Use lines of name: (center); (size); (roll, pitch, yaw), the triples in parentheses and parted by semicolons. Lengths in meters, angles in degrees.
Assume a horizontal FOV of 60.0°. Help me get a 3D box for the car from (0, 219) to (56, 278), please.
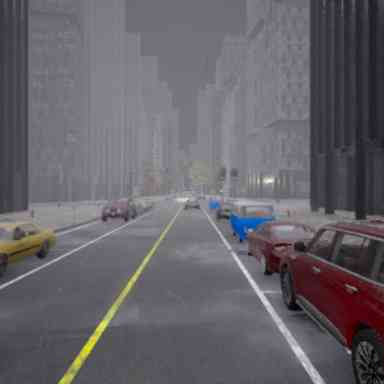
car: (-5.762, 1.525, 10.100); (1.752, 1.417, 4.829); (0, 0, 0)

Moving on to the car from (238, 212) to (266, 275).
car: (2.763, 1.544, 10.275); (1.887, 1.381, 4.507); (0, 0, 0)

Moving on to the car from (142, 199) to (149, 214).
car: (-5.760, 1.549, 32.323); (2.008, 1.369, 4.403); (0, 0, 0)

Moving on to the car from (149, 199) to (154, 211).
car: (-5.759, 1.524, 37.666); (1.752, 1.417, 4.829); (0, 0, 0)

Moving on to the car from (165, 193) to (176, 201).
car: (-5.948, 1.558, 85.532); (2.008, 1.369, 4.403); (0, 0, -1)

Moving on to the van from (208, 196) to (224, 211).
van: (2.765, 1.340, 37.837); (1.690, 1.788, 3.998); (0, 0, 0)

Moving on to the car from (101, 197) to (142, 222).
car: (-5.761, 1.313, 26.810); (2.192, 1.841, 5.009); (0, 0, 0)

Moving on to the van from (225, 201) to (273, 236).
van: (2.763, 1.340, 15.787); (1.690, 1.788, 3.998); (0, 0, 0)

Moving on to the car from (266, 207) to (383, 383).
car: (2.762, 1.315, 4.762); (2.192, 1.841, 5.009); (0, 0, 0)

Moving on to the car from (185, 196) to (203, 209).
car: (0.058, 1.563, 44.684); (1.994, 1.385, 4.181); (0, 0, 1)

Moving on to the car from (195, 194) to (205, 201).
car: (2.577, 1.558, 85.605); (2.008, 1.369, 4.403); (0, 0, -1)

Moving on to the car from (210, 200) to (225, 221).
car: (2.765, 1.565, 26.813); (1.947, 1.339, 4.313); (0, 0, 0)
